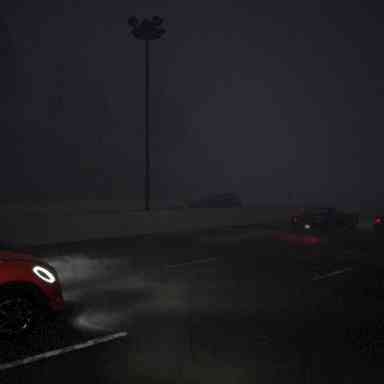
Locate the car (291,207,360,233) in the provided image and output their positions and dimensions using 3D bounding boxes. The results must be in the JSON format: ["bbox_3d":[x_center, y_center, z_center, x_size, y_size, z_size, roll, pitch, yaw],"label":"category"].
[{"bbox_3d":[7.782,1.532,19.105,4.718,1.301,1.895,0,0,-41],"label":"car"}]

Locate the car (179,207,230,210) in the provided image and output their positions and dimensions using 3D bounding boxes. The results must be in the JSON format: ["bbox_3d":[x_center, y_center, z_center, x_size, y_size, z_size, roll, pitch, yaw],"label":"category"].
[{"bbox_3d":[1.883,1.162,28.163,5.566,2.045,2.150,-1,0,-42],"label":"car"}]

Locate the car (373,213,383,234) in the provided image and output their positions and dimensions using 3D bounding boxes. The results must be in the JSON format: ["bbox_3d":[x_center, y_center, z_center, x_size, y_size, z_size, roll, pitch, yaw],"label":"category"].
[{"bbox_3d":[11.509,1.464,17.718,5.357,1.411,2.033,0,0,-42],"label":"car"}]

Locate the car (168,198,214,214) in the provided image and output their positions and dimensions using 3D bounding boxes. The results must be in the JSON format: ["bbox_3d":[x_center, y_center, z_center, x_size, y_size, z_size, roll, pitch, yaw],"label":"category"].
[{"bbox_3d":[-0.009,1.414,35.910,5.008,1.535,1.882,0,0,-43],"label":"car"}]

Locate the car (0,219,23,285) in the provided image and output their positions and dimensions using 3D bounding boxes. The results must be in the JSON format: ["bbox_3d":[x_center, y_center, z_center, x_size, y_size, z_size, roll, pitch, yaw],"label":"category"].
[{"bbox_3d":[-6.649,1.543,7.704,4.674,1.442,1.812,0,0,-35],"label":"car"}]

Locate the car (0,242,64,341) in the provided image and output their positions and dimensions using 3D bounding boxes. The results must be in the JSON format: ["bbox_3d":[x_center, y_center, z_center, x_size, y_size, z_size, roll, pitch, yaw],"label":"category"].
[{"bbox_3d":[-4.411,1.363,5.023,4.553,1.767,2.097,0,0,-35],"label":"car"}]
